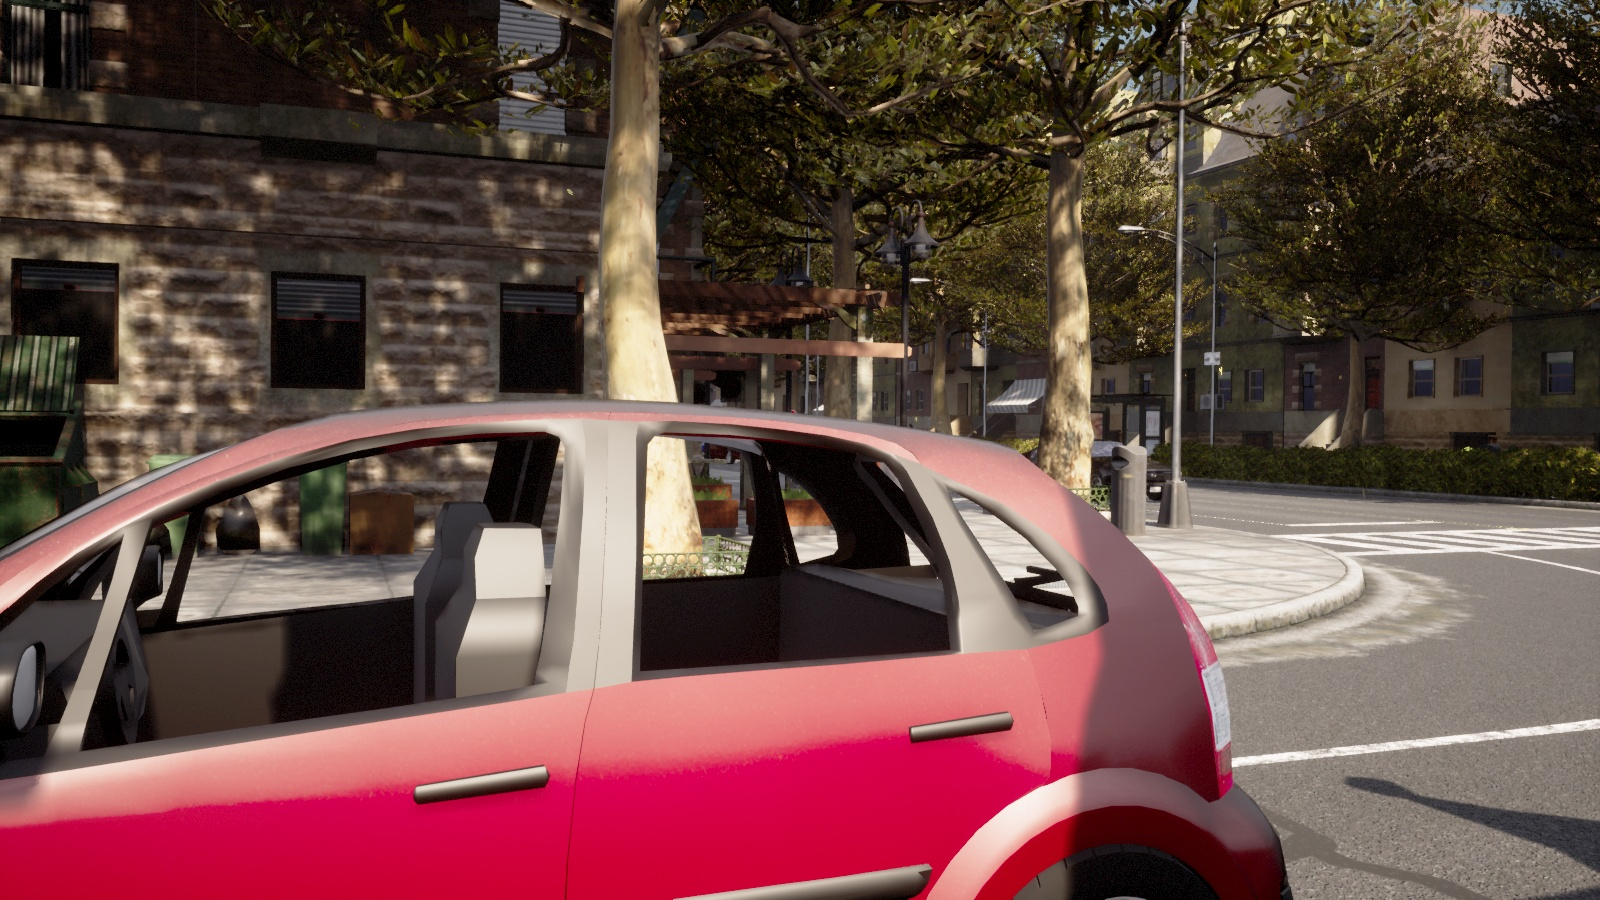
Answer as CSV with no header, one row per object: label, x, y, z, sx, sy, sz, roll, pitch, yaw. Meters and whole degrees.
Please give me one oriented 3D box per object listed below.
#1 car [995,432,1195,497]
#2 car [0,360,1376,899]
car,6.935,0.279,30.226,2.033,1.411,5.357,-1,1,-21
car,-0.947,0.660,2.878,3.988,1.617,1.851,-1,1,-21
